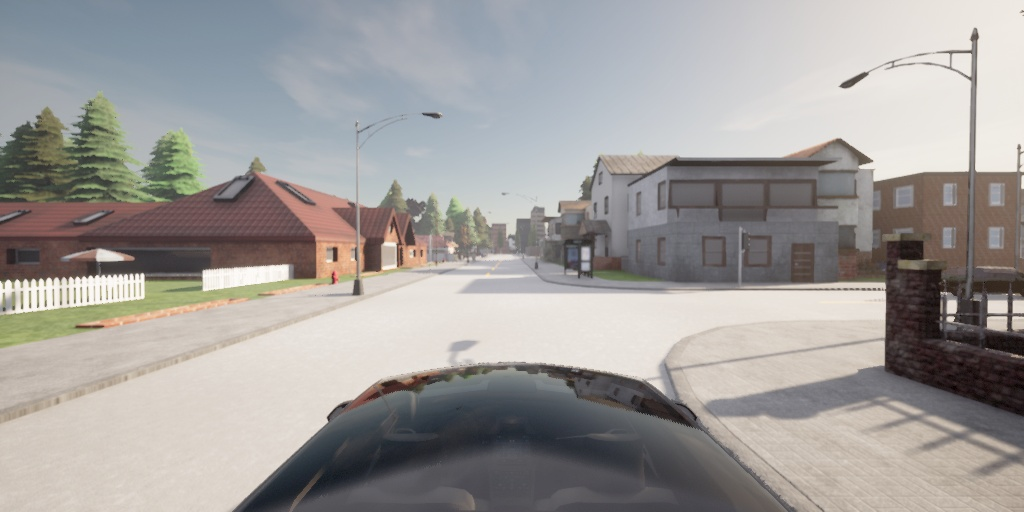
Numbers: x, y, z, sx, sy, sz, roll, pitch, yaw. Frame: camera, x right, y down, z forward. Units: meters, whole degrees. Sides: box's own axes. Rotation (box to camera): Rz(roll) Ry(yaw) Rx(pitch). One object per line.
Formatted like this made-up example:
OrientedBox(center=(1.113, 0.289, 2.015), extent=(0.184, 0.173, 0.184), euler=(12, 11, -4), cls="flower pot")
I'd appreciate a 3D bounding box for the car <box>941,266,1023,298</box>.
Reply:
OrientedBox(center=(20.594, 1.114, 16.015), extent=(4.718, 1.301, 1.895), euler=(0, 1, 0), cls="car")
